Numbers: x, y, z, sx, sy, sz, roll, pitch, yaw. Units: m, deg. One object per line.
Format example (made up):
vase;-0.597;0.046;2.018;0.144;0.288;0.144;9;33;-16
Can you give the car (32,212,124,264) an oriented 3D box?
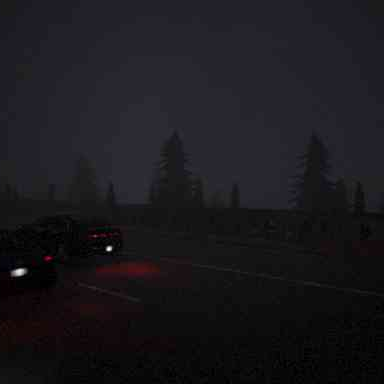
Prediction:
car;-4.500;1.475;11.679;4.892;1.490;1.837;0;0;36

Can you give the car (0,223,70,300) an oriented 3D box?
car;-4.995;1.531;7.696;4.181;1.385;1.994;0;0;36
